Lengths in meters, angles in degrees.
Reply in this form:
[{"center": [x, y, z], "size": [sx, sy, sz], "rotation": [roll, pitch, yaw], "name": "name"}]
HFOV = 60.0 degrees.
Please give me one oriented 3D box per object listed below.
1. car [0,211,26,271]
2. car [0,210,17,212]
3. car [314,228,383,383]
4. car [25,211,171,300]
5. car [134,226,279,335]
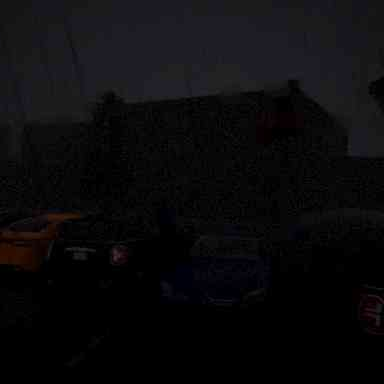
[{"center": [-4.014, 1.416, 10.295], "size": [2.097, 1.535, 5.008], "rotation": [0, -1, 15], "name": "car"}, {"center": [-6.411, 1.406, 11.992], "size": [2.231, 1.521, 4.892], "rotation": [0, -1, 15], "name": "car"}, {"center": [3.150, 1.343, 5.170], "size": [2.185, 1.767, 4.553], "rotation": [0, -1, 16], "name": "car"}, {"center": [-1.628, 1.303, 8.573], "size": [2.185, 1.767, 4.553], "rotation": [0, -1, 15], "name": "car"}, {"center": [0.780, 1.486, 6.900], "size": [2.002, 1.452, 4.674], "rotation": [1, 0, 15], "name": "car"}]
